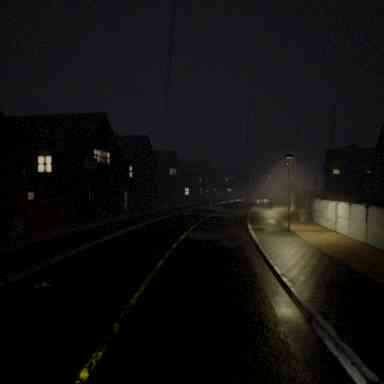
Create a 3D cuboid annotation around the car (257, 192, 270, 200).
[{"bbox_3d":[14.770,0.763,68.301,1.837,1.490,4.892,0,1,27],"label":"car"}]
